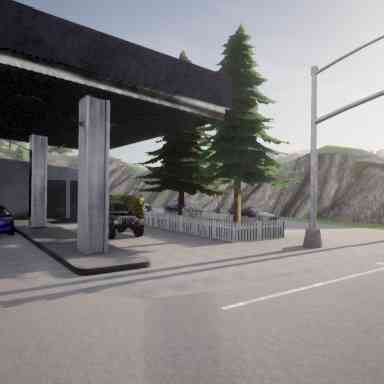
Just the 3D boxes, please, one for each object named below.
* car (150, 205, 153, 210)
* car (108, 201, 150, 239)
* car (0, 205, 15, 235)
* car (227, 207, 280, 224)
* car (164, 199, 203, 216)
[{"bbox_3d":[-6.889,1.666,41.467,2.033,1.411,5.357,1,0,-34],"label":"car"},{"bbox_3d":[-4.248,1.448,18.395,1.905,1.878,3.866,1,0,-35],"label":"car"},{"bbox_3d":[-11.376,1.525,18.673,2.242,1.667,4.611,1,0,-35],"label":"car"},{"bbox_3d":[4.548,1.815,24.883,1.994,1.385,4.181,1,0,-35],"label":"car"},{"bbox_3d":[-0.856,1.541,32.721,2.097,1.767,4.553,1,0,-35],"label":"car"}]
